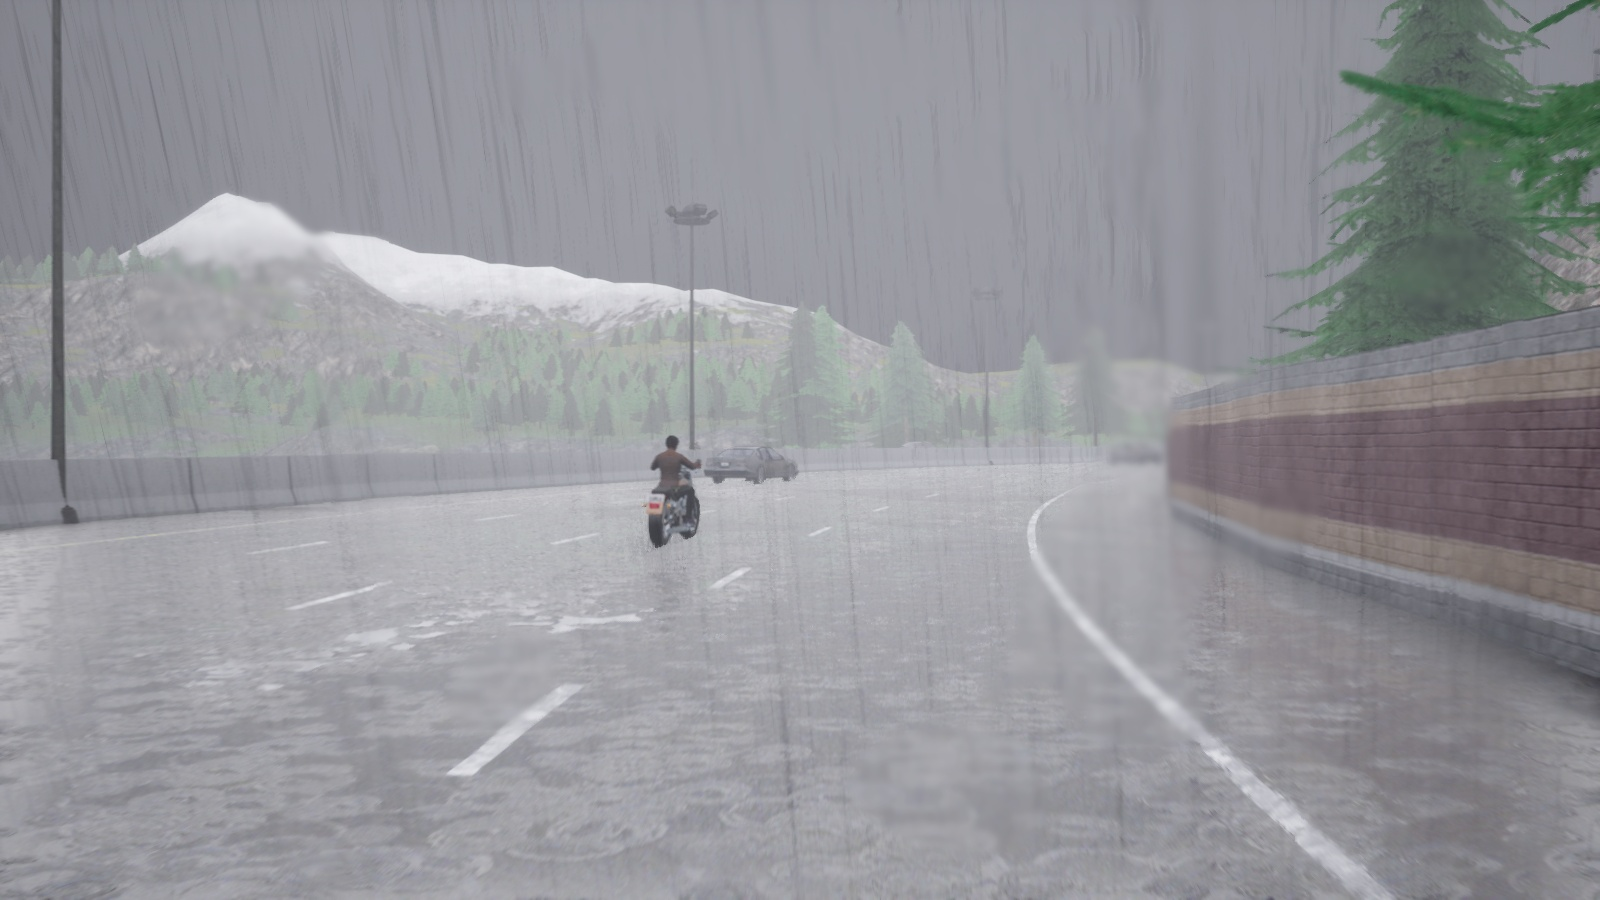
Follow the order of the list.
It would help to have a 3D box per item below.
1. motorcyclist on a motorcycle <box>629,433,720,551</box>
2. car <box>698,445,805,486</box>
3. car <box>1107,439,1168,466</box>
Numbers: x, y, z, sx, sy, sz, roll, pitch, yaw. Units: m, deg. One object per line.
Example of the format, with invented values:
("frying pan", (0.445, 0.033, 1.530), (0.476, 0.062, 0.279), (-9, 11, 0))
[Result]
("motorcyclist on a motorcycle", (-1.850, 0.588, 18.901), (0.766, 1.649, 2.350), (1, 0, 9))
("car", (-1.720, 0.527, 46.858), (2.033, 1.411, 5.357), (0, 0, 21))
("car", (22.246, 0.152, 82.693), (2.242, 1.667, 4.611), (0, 0, 38))
